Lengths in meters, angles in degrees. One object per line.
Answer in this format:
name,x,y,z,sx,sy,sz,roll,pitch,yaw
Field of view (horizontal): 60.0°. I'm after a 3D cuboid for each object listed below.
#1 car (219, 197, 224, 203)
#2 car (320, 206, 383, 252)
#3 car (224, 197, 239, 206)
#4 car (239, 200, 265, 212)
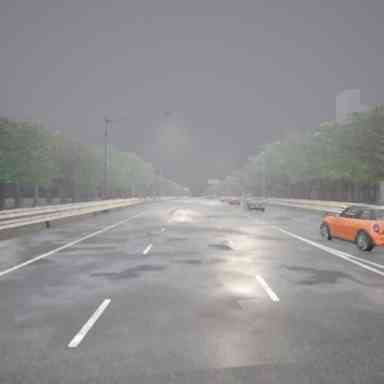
car,7.195,1.827,74.816,1.895,1.301,4.718,0,-1,0
car,7.273,1.361,14.052,2.097,1.767,4.553,0,0,-4
car,7.100,1.609,57.098,1.812,1.442,4.674,0,0,0
car,7.036,1.563,38.093,2.033,1.411,5.357,0,0,0
